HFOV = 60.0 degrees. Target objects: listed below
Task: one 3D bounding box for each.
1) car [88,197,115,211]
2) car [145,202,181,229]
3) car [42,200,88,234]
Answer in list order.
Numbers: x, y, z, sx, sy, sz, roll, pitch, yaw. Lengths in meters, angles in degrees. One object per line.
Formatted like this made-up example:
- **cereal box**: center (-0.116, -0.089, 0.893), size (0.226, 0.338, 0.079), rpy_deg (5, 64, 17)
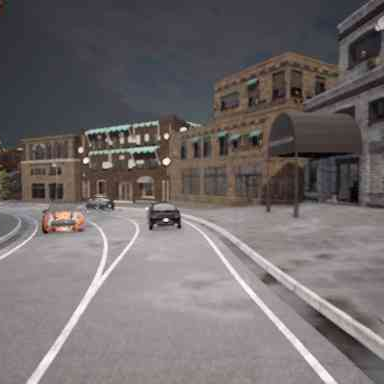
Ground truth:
- **car**: center (-10.353, 1.313, 37.017), size (1.812, 1.442, 4.674), rpy_deg (-2, 1, -45)
- **car**: center (-1.872, 1.381, 20.905), size (1.882, 1.535, 5.008), rpy_deg (-1, 1, -10)
- **car**: center (-7.554, 1.351, 19.492), size (2.097, 1.767, 4.553), rpy_deg (-1, 1, -22)
